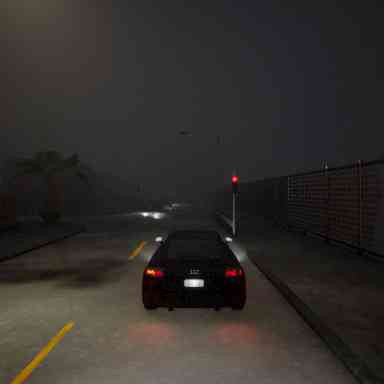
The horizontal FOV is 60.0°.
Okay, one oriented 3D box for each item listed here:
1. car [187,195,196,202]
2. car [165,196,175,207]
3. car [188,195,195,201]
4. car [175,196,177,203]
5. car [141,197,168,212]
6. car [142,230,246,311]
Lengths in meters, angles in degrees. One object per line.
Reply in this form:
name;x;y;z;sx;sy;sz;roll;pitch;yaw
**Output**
car;-0.179;1.524;75.556;1.812;1.442;4.674;0;0;0
car;-4.215;1.478;52.247;1.882;1.535;5.008;0;1;0
car;-0.205;1.524;85.797;1.812;1.442;4.674;0;0;0
car;-4.164;1.499;69.324;2.128;1.511;4.902;0;0;0
car;-4.420;1.564;38.087;1.994;1.385;4.181;0;0;6
car;0.045;1.564;7.827;1.994;1.385;4.181;0;0;0
